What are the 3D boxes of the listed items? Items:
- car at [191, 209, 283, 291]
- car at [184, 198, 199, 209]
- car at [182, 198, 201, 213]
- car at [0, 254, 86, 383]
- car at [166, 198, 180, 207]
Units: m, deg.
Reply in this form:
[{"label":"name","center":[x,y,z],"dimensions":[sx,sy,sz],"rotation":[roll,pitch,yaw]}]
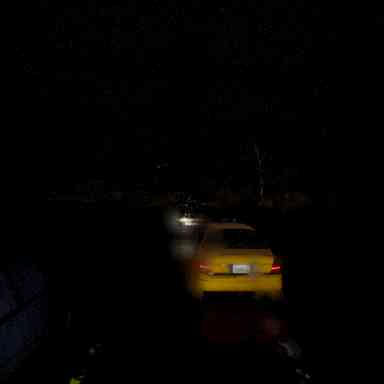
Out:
[{"label":"car","center":[0.944,1.453,8.944],"dimensions":[1.801,1.575,5.366],"rotation":[0,0,0]},{"label":"car","center":[-0.073,1.554,46.331],"dimensions":[1.994,1.385,4.181],"rotation":[0,0,1]},{"label":"car","center":[-0.002,1.517,37.440],"dimensions":[1.812,1.442,4.674],"rotation":[0,0,0]},{"label":"car","center":[-2.859,1.546,3.859],"dimensions":[2.033,1.411,5.357],"rotation":[0,0,0]},{"label":"car","center":[-2.854,1.590,49.649],"dimensions":[1.895,1.301,4.718],"rotation":[0,0,0]}]
